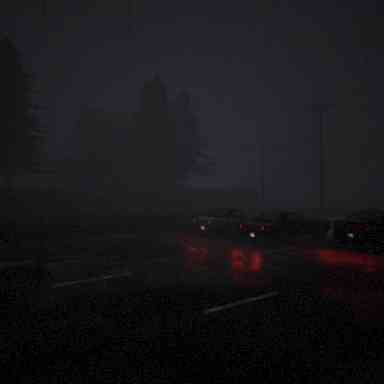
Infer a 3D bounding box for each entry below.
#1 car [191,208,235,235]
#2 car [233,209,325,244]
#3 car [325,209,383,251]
[{"bbox_3d":[2.391,1.560,18.430,4.718,1.301,1.895,0,0,-35],"label":"car"},{"bbox_3d":[4.424,1.560,15.581,4.718,1.301,1.895,0,0,-35],"label":"car"},{"bbox_3d":[7.913,1.431,13.749,5.008,1.535,1.882,-1,0,-35],"label":"car"}]
